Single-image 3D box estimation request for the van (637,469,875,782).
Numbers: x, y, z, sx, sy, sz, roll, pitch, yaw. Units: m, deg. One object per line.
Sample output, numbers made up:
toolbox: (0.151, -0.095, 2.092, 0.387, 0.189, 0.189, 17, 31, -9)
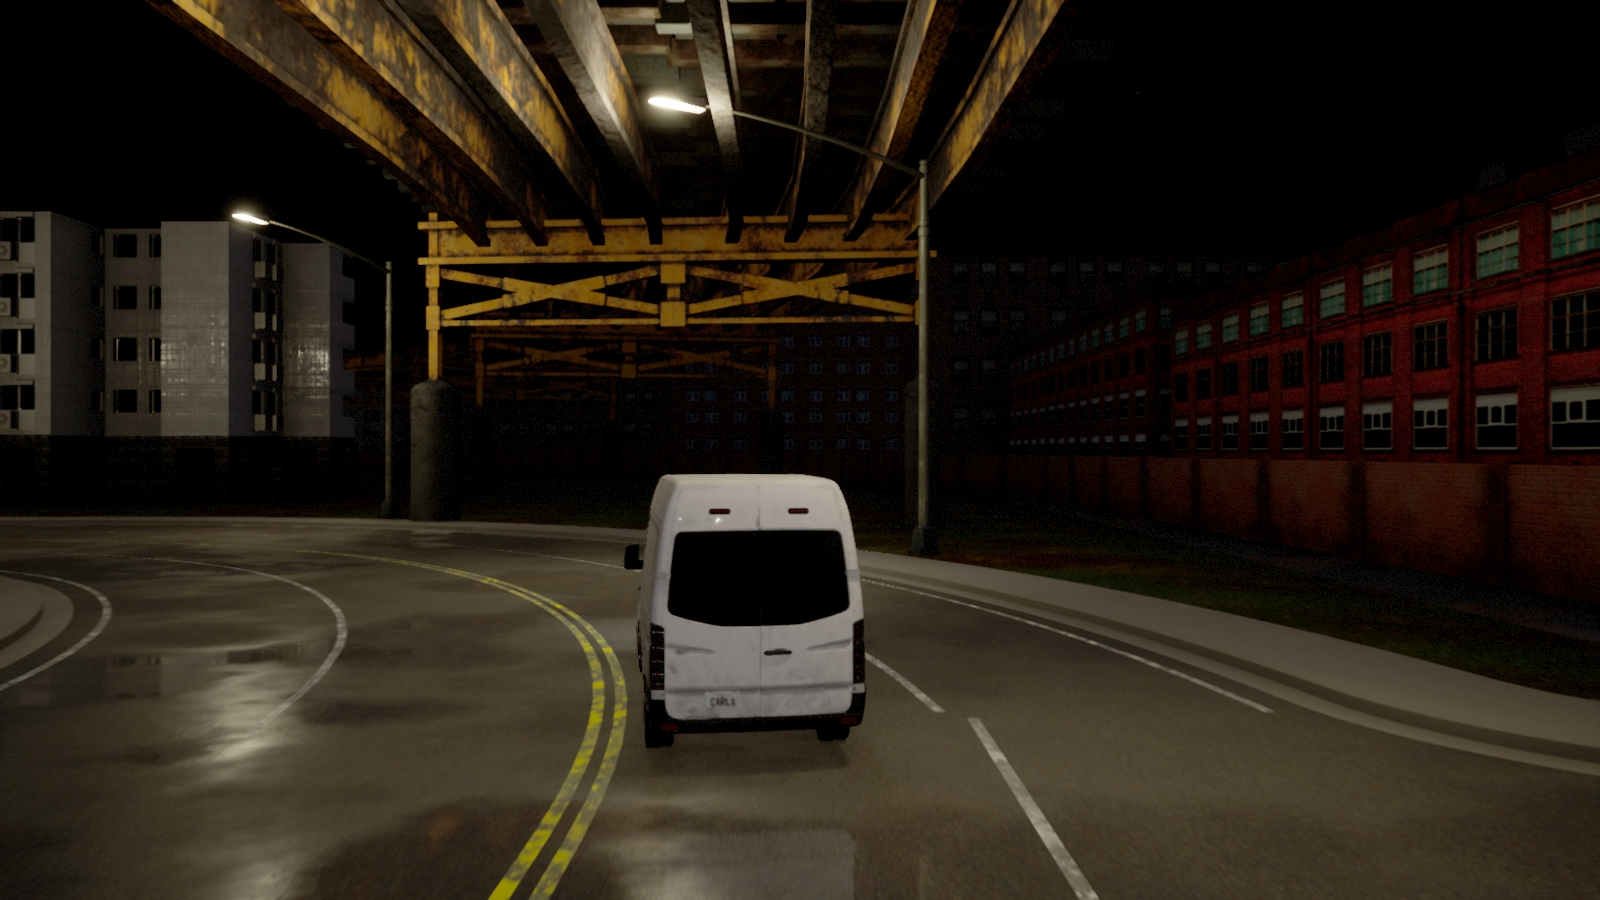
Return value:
van: (-0.783, 1.537, 12.758, 1.988, 2.561, 5.915, 0, 0, -9)
